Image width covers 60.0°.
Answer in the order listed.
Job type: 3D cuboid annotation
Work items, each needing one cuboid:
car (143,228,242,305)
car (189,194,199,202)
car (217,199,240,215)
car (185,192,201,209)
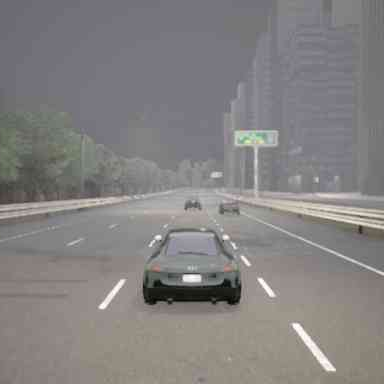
[{"bbox_3d":[0.001,1.566,8.144,1.994,1.385,4.181,0,0,0],"label":"car"},{"bbox_3d":[0.449,1.327,73.867,2.128,1.511,4.902,0,0,1],"label":"car"},{"bbox_3d":[3.667,1.469,33.682,2.128,1.511,4.902,0,0,0],"label":"car"},{"bbox_3d":[0.130,1.305,43.772,2.097,1.767,4.553,0,0,0],"label":"car"}]
